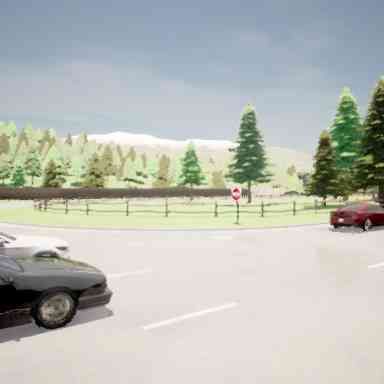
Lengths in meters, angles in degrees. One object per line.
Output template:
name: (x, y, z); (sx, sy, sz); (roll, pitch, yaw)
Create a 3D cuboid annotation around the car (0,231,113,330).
car: (-4.061, 1.549, 5.149); (5.357, 1.411, 2.033); (0, 0, -36)

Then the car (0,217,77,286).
car: (-5.553, 1.525, 8.384); (4.674, 1.442, 1.812); (0, 0, -35)

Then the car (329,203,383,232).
car: (10.142, 1.392, 19.579); (5.008, 1.535, 1.882); (0, 0, -35)
